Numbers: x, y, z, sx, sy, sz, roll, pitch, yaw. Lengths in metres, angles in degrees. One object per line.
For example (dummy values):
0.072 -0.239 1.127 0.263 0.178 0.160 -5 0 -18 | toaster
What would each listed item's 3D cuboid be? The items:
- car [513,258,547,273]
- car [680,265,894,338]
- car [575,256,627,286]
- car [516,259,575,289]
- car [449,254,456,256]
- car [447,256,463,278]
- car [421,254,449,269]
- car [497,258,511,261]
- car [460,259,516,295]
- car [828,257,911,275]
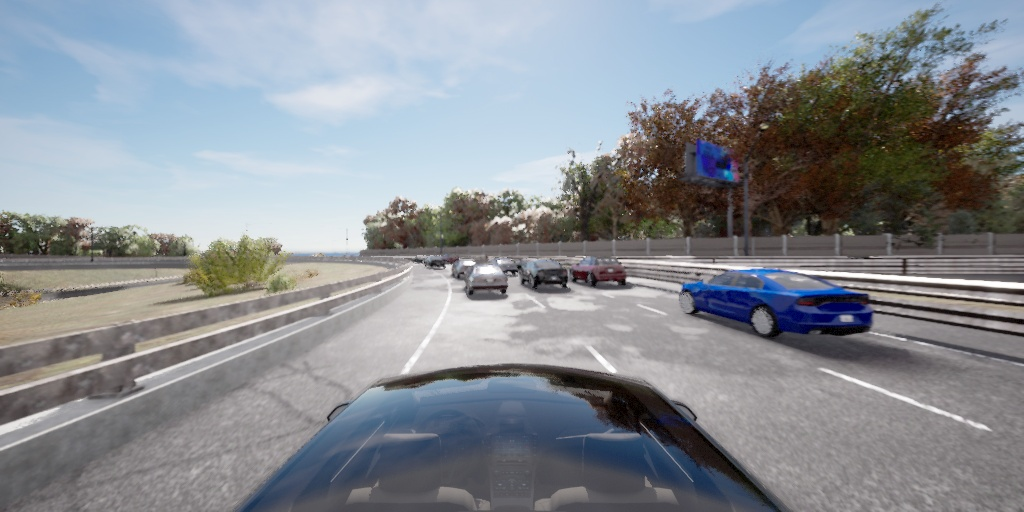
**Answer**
1.677 0.903 35.268 1.895 1.301 4.718 -1 1 -17 | car
6.508 1.063 9.650 1.882 1.535 5.008 -1 1 -5 | car
5.093 0.792 21.955 2.097 1.767 4.553 -1 1 -10 | car
1.716 0.965 20.854 1.882 1.535 5.008 -1 1 -11 | car
-11.099 0.426 62.461 2.097 1.767 4.553 -1 1 -33 | car
-3.791 0.980 29.234 2.033 1.411 5.357 -1 1 -16 | car
-9.943 0.755 45.887 1.882 1.535 5.008 -1 1 -24 | car
-1.027 0.916 32.158 2.033 1.411 5.357 -1 1 -17 | car
-1.398 1.097 18.376 2.033 1.411 5.357 -1 1 -10 | car
24.111 0.765 25.136 5.357 1.411 2.033 0 1 18 | car
